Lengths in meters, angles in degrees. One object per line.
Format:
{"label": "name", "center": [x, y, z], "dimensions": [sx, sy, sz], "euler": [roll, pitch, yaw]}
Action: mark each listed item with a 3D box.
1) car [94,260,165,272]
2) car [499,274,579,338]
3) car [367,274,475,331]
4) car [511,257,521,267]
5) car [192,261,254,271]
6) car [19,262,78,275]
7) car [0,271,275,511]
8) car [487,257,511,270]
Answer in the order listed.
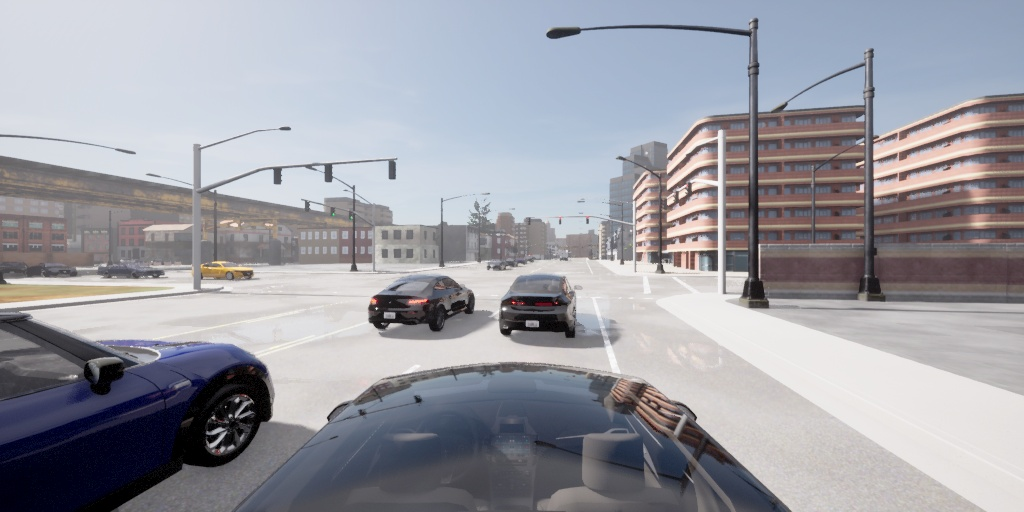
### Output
{"label": "car", "center": [-34.267, 1.297, 32.211], "dimensions": [5.357, 1.411, 2.033], "euler": [0, 0, 9]}
{"label": "car", "center": [0.906, 1.255, 10.314], "dimensions": [1.837, 1.490, 4.892], "euler": [0, 0, 11]}
{"label": "car", "center": [-2.540, 1.276, 10.953], "dimensions": [1.812, 1.442, 4.674], "euler": [0, 0, 11]}
{"label": "car", "center": [-0.251, 0.957, 57.368], "dimensions": [1.882, 1.535, 5.008], "euler": [0, 1, 11]}
{"label": "car", "center": [-24.608, 1.228, 30.581], "dimensions": [5.008, 1.535, 1.882], "euler": [0, 0, 10]}
{"label": "car", "center": [-43.986, 1.314, 34.241], "dimensions": [4.181, 1.385, 1.994], "euler": [0, 0, 15]}
{"label": "car", "center": [-3.858, 1.102, 2.175], "dimensions": [2.097, 1.767, 4.553], "euler": [0, 0, 6]}
{"label": "car", "center": [-2.047, 1.106, 48.090], "dimensions": [2.128, 1.511, 4.902], "euler": [0, 1, 11]}
